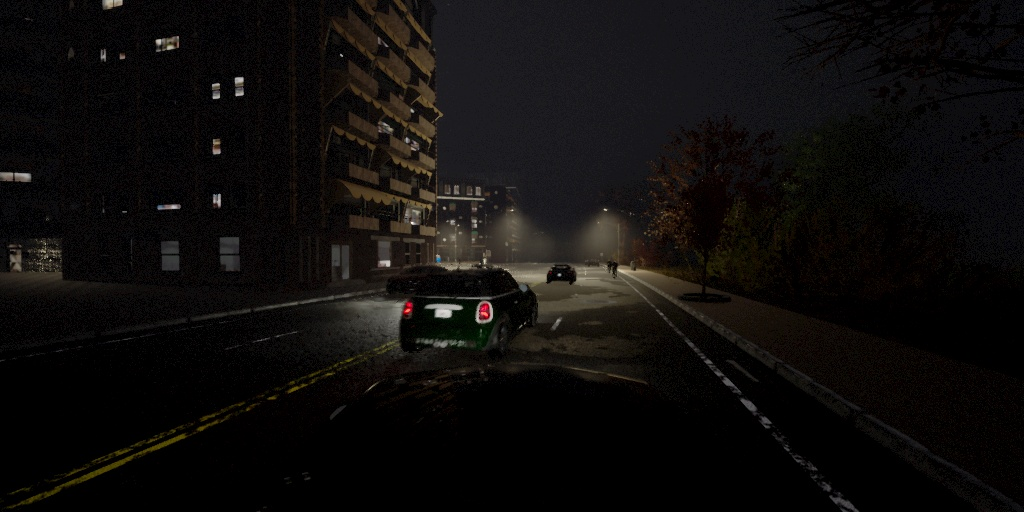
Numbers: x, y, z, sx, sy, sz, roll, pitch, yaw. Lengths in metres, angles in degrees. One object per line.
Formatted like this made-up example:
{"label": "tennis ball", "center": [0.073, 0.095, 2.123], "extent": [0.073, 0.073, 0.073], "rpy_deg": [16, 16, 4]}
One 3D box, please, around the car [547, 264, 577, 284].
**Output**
{"label": "car", "center": [3.838, 1.307, 27.408], "extent": [1.994, 1.385, 4.181], "rpy_deg": [0, 0, 13]}

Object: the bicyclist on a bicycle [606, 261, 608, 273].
{"label": "bicyclist on a bicycle", "center": [10.540, 1.188, 38.953], "extent": [0.582, 1.620, 1.656], "rpy_deg": [0, 0, 12]}

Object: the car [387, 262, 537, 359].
{"label": "car", "center": [-0.746, 1.099, 8.768], "extent": [2.097, 1.767, 4.553], "rpy_deg": [0, 0, 15]}

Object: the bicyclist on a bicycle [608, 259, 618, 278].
{"label": "bicyclist on a bicycle", "center": [8.599, 1.193, 30.075], "extent": [0.582, 1.620, 1.656], "rpy_deg": [0, 0, 13]}

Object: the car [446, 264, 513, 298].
{"label": "car", "center": [-1.571, 1.238, 19.510], "extent": [2.128, 1.511, 4.902], "rpy_deg": [0, 0, 14]}
